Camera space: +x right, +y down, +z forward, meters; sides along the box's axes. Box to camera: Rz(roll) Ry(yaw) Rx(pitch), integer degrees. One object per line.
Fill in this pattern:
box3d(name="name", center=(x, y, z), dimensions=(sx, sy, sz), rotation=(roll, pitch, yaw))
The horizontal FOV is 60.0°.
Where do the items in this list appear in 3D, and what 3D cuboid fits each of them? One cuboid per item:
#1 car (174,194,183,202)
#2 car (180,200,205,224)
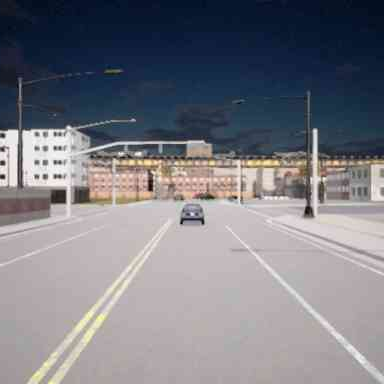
box3d(name="car", center=(-3.398, 1.422, 85.510), dimensions=(2.150, 2.045, 5.566), rotation=(0, 0, 2))
box3d(name="car", center=(0.042, 1.607, 25.432), dimensions=(2.033, 1.411, 5.357), rotation=(0, 0, 1))
